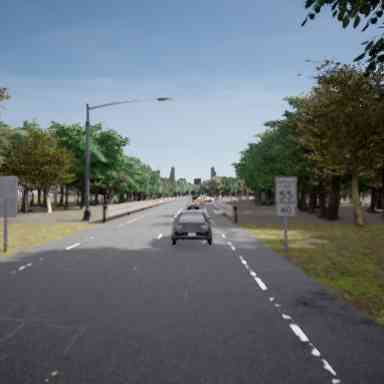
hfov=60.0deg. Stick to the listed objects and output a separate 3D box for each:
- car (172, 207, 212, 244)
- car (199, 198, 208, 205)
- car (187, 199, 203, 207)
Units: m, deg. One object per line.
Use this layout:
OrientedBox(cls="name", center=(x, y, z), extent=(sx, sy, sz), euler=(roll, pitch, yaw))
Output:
OrientedBox(cls="car", center=(-0.003, 1.683, 16.565), extent=(1.812, 1.442, 4.674), euler=(0, -1, 0))
OrientedBox(cls="car", center=(2.020, 2.209, 76.468), extent=(1.882, 1.535, 5.008), euler=(0, -1, 6))
OrientedBox(cls="car", center=(0.284, 2.077, 50.575), extent=(1.895, 1.301, 4.718), euler=(0, -1, 2))
